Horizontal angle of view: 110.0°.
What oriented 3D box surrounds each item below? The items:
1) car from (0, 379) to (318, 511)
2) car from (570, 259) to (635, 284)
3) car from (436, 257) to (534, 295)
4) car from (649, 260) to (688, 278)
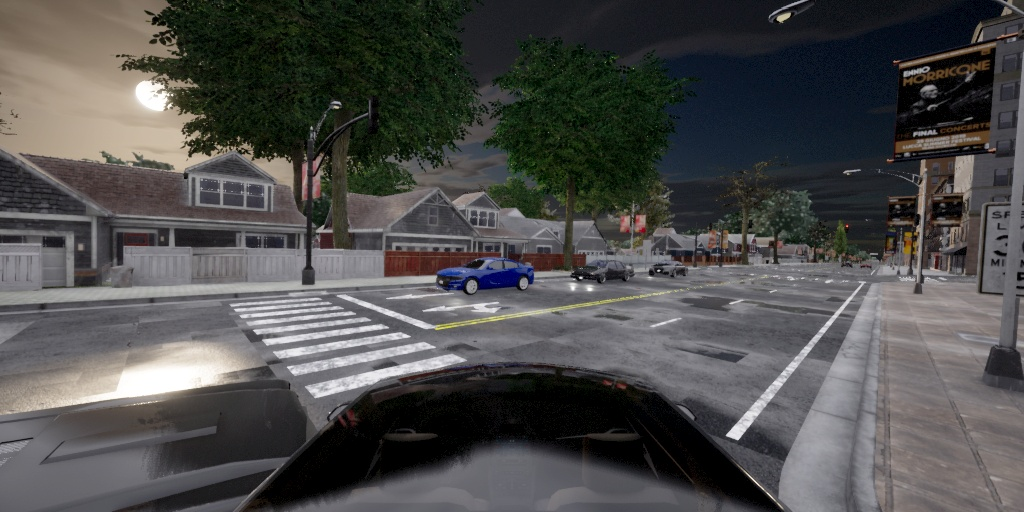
[{"bbox_3d":[-3.311,1.288,1.289,4.718,1.301,1.895,1,2,-34],"label":"car"},{"bbox_3d":[6.063,0.940,23.389,5.357,1.411,2.033,0,2,-44],"label":"car"},{"bbox_3d":[-1.107,0.812,16.473,5.008,1.535,1.882,0,2,-44],"label":"car"},{"bbox_3d":[13.264,1.018,30.307,4.181,1.385,1.994,0,2,-44],"label":"car"}]
